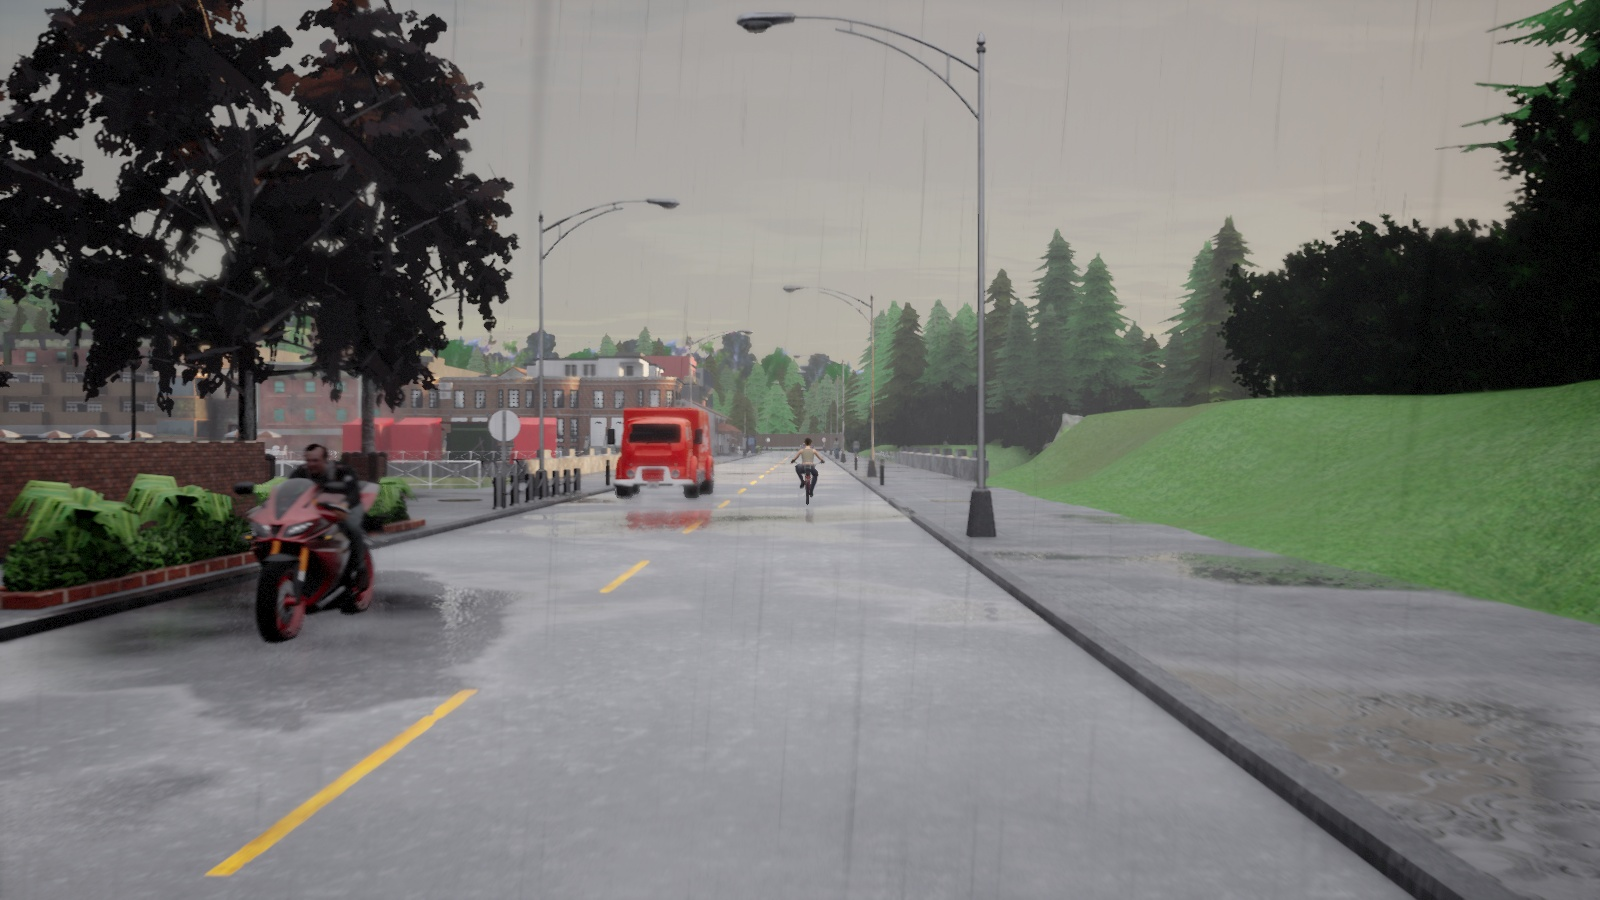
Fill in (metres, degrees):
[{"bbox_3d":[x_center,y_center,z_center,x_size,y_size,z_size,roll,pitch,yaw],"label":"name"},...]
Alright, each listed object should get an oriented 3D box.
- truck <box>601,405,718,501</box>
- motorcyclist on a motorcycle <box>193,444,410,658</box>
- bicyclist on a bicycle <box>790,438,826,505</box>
[{"bbox_3d":[-3.787,0.056,34.835,2.627,2.467,5.204,0,1,0],"label":"truck"},{"bbox_3d":[-3.927,0.721,10.124,0.866,1.530,2.191,0,0,0],"label":"motorcyclist on a motorcycle"},{"bbox_3d":[0.191,0.509,30.894,0.866,1.612,1.509,0,0,0],"label":"bicyclist on a bicycle"}]
